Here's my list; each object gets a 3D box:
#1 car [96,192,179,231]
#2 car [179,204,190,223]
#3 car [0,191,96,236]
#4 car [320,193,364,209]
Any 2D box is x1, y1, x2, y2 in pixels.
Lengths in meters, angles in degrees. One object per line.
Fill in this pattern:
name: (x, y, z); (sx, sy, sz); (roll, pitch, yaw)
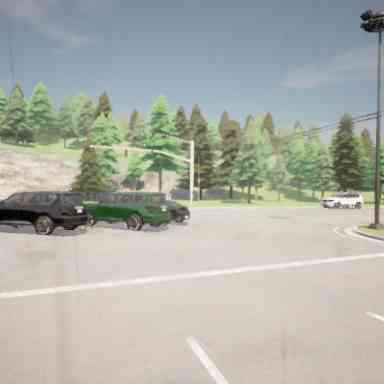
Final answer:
car: (-3.875, 1.002, 18.992); (5.566, 2.045, 2.150); (1, 0, 28)
car: (-2.479, 1.276, 21.981); (4.892, 1.490, 1.837); (1, -1, 28)
car: (-8.004, 0.970, 16.694); (5.566, 2.045, 2.150); (1, 0, 16)
car: (18.995, 1.084, 42.033); (5.566, 2.045, 2.150); (1, 1, -19)
